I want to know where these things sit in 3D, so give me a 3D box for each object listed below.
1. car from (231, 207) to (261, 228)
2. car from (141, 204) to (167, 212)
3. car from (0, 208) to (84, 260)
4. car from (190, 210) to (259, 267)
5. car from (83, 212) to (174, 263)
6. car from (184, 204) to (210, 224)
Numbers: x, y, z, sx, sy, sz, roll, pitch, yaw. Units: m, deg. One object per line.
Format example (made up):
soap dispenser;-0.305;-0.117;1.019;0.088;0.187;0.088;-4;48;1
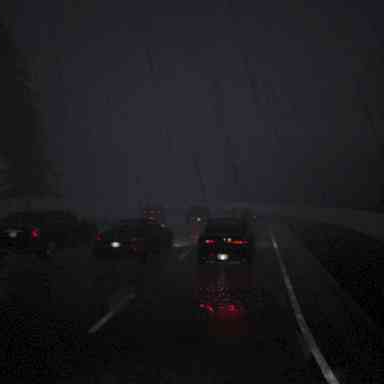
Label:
car;3.939;1.877;26.889;1.895;1.301;4.718;0;-1;-1
car;-3.098;1.750;27.012;2.128;1.511;4.902;0;0;-2
car;-5.535;1.465;13.141;2.097;1.767;4.553;0;-1;11
car;1.372;1.630;11.973;1.837;1.490;4.892;0;0;11
car;-2.061;1.684;12.665;1.994;1.385;4.181;0;-1;12
car;0.412;1.776;27.056;1.837;1.490;4.892;0;0;-2
